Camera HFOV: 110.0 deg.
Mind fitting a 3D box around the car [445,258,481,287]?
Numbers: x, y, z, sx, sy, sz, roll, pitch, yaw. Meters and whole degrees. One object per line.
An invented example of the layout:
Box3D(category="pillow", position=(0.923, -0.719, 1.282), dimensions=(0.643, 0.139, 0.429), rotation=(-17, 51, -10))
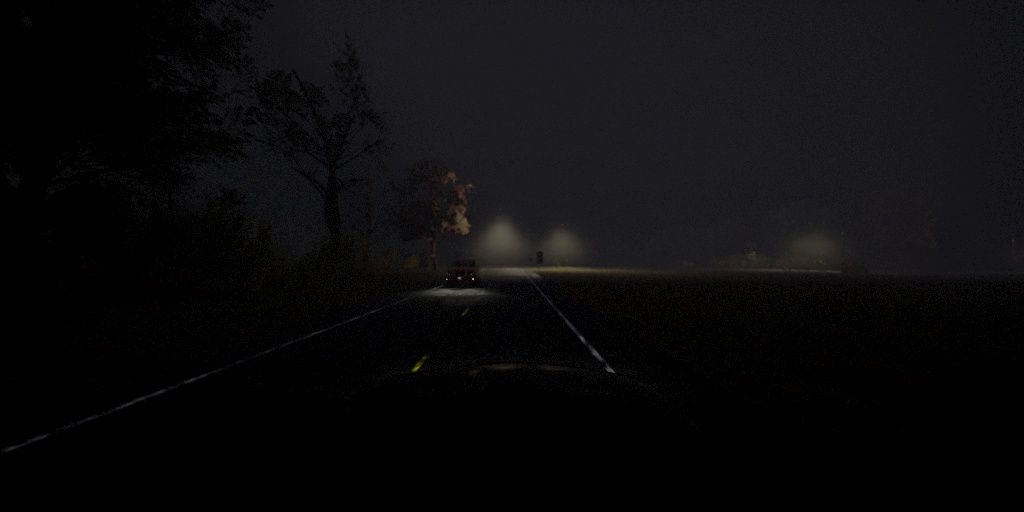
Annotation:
Box3D(category="car", position=(-3.590, 1.199, 27.326), dimensions=(2.150, 2.045, 5.566), rotation=(0, -1, 0))
